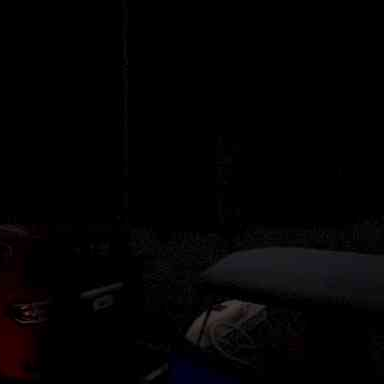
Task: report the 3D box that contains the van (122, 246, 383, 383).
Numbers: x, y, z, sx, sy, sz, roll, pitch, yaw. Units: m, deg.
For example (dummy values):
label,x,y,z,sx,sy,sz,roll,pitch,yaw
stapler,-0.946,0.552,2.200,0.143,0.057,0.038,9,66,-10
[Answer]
label,x,y,z,sx,sy,sz,roll,pitch,yaw
van,1.635,1.338,1.914,3.998,1.788,1.690,-1,0,36

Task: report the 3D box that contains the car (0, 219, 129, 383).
label,x,y,z,sx,sy,sz,roll,pitch,yaw
car,-2.957,1.364,5.190,5.009,1.841,2.192,-1,0,36
